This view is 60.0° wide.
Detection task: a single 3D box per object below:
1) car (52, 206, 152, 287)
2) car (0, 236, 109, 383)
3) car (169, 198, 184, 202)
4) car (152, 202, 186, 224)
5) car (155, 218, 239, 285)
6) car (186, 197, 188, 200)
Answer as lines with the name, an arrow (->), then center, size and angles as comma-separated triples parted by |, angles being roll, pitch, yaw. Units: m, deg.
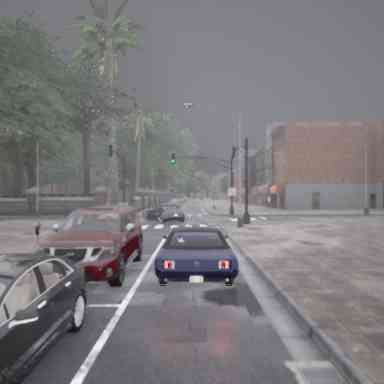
car -> -2.635, 1.359, 9.631 | 2.192, 1.841, 5.009 | 0, 0, 0
car -> -2.637, 1.569, 4.166 | 2.008, 1.369, 4.403 | 0, 0, 0
car -> -2.618, 1.743, 47.778 | 1.967, 1.590, 4.097 | 0, 0, 0
car -> -2.360, 1.716, 26.601 | 1.994, 1.385, 4.181 | 0, -1, -34
car -> 0.105, 1.645, 9.568 | 1.895, 1.301, 4.718 | 0, 0, 0
car -> -2.605, 2.125, 76.219 | 2.008, 1.369, 4.403 | 0, -1, 0
